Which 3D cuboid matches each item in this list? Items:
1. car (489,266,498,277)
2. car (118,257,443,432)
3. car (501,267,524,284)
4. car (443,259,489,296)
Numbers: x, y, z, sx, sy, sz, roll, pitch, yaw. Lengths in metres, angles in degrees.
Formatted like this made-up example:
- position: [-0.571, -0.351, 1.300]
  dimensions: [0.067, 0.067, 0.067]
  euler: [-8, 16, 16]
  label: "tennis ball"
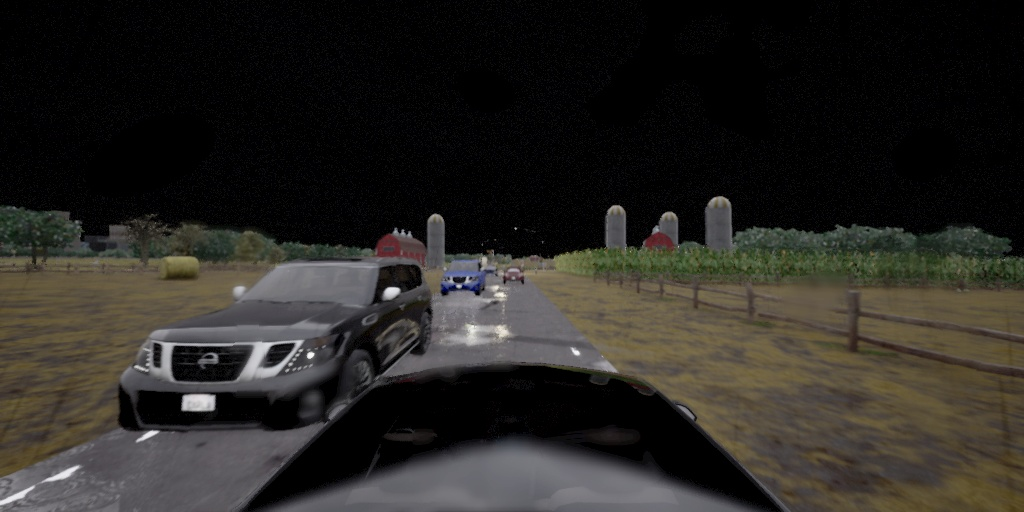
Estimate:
- position: [-2.761, 1.998, 47.265]
  dimensions: [2.033, 1.411, 5.357]
  euler: [0, -1, 0]
  label: "car"
- position: [-2.851, 1.029, 6.040]
  dimensions: [2.150, 2.045, 5.566]
  euler: [0, -1, 0]
  label: "car"
- position: [0.138, 1.700, 32.242]
  dimensions: [1.812, 1.442, 4.674]
  euler: [0, -1, 0]
  label: "car"
- position: [-2.798, 1.228, 21.654]
  dimensions: [2.150, 2.045, 5.566]
  euler: [0, 0, 0]
  label: "car"
